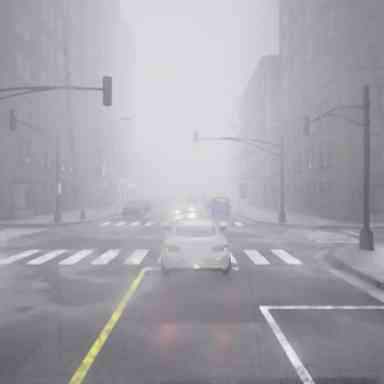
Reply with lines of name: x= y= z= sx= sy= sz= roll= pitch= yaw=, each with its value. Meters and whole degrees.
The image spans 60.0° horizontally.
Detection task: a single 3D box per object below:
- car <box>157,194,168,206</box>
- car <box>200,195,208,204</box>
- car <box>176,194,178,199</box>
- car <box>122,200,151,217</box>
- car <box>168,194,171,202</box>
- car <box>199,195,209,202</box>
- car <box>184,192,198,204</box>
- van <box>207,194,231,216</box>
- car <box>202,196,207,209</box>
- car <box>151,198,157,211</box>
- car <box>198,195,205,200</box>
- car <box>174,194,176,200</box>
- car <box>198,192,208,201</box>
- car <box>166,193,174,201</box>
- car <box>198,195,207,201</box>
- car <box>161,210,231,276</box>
car: x=-5.396 y=1.470 z=53.660 sx=1.752 sy=1.417 sz=4.829 roll=0 pitch=0 yaw=0
car: x=2.630 y=1.526 z=53.837 sx=1.802 sy=1.307 sz=4.206 roll=0 pitch=0 yaw=0
car: x=-5.400 y=1.327 z=87.920 sx=1.967 sy=1.590 sz=4.097 roll=0 pitch=0 yaw=0
car: x=-5.393 y=1.520 z=31.102 sx=2.008 sy=1.369 sz=4.403 roll=0 pitch=0 yaw=0
car: x=-5.396 y=1.500 z=59.512 sx=1.947 sy=1.339 sz=4.313 roll=0 pitch=0 yaw=0
car: x=2.627 y=1.356 z=70.881 sx=1.967 sy=1.590 sz=4.097 roll=0 pitch=0 yaw=0
car: x=-0.009 y=1.284 z=61.211 sx=2.097 sy=1.767 sz=4.553 roll=0 pitch=0 yaw=0
van: x=2.632 y=1.311 z=31.112 sx=1.690 sy=1.788 sz=3.998 roll=0 pitch=0 yaw=0
car: x=2.631 y=1.540 z=42.474 sx=1.802 sy=1.307 sz=4.206 roll=0 pitch=0 yaw=0
car: x=-5.393 y=1.509 z=36.784 sx=1.887 sy=1.381 sz=4.507 roll=0 pitch=0 yaw=0
car: x=2.624 y=1.443 z=93.606 sx=1.947 sy=1.339 sz=4.313 roll=0 pitch=0 yaw=0
car: x=-5.398 y=1.221 z=76.556 sx=2.192 sy=1.841 sz=5.009 roll=0 pitch=0 yaw=0
car: x=2.629 y=1.249 z=59.518 sx=2.192 sy=1.841 sz=5.009 roll=0 pitch=0 yaw=0
car: x=-5.398 y=1.482 z=70.875 sx=1.947 sy=1.339 sz=4.313 roll=0 pitch=0 yaw=0
car: x=2.626 y=1.447 z=82.243 sx=2.008 sy=1.369 sz=4.403 roll=0 pitch=0 yaw=0
car: x=0.101 y=1.516 z=10.216 sx=1.812 sy=1.442 sz=4.674 roll=0 pitch=0 yaw=0
